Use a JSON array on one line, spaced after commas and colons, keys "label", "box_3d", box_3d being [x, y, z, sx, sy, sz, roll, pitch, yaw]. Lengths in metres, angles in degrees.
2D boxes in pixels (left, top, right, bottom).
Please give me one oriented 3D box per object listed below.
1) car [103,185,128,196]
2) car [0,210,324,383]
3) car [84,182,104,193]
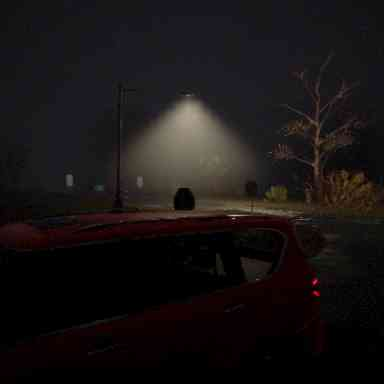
[{"label": "car", "box_3d": [-11.758, -0.107, 51.815, 1.895, 1.301, 4.718, 0, 2, -36]}, {"label": "car", "box_3d": [-1.083, 1.241, 3.100, 5.566, 2.045, 2.150, 1, 0, -35]}, {"label": "car", "box_3d": [-17.581, -0.808, 59.934, 2.150, 2.045, 5.566, 0, 2, -36]}]
